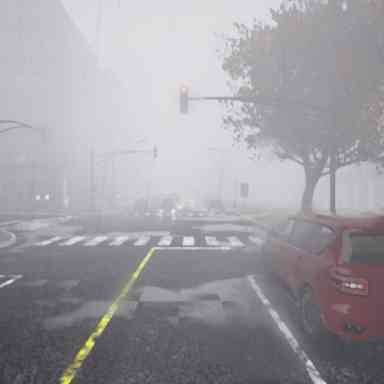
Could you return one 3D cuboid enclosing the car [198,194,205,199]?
[{"bbox_3d":[2.643,1.326,94.058,2.008,1.369,4.403,0,0,0],"label":"car"}]

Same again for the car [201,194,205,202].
[{"bbox_3d":[2.666,1.382,49.966,1.752,1.417,4.829,0,0,0],"label":"car"}]

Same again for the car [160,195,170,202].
[{"bbox_3d":[-5.726,1.394,71.923,1.802,1.307,4.206,0,0,0],"label":"car"}]

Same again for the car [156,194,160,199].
[{"bbox_3d":[-5.714,1.408,49.793,2.008,1.369,4.403,0,0,0],"label":"car"}]

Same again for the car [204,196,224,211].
[{"bbox_3d":[2.672,1.428,38.731,1.887,1.381,4.507,0,0,0],"label":"car"}]

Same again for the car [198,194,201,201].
[{"bbox_3d":[2.658,1.405,66.394,1.802,1.307,4.206,0,0,0],"label":"car"}]

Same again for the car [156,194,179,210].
[{"bbox_3d":[-3.021,1.432,41.799,1.837,1.490,4.892,0,2,0],"label":"car"}]

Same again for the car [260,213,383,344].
[{"bbox_3d":[2.690,1.294,6.342,2.192,1.841,5.009,0,0,0],"label":"car"}]

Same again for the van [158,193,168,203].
[{"bbox_3d":[-5.723,1.164,66.390,1.690,1.788,3.998,0,0,0],"label":"van"}]

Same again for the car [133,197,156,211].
[{"bbox_3d":[-5.708,1.434,38.727,2.008,1.369,4.403,0,0,0],"label":"car"}]

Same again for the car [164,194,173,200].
[{"bbox_3d":[-5.732,1.231,82.988,1.967,1.590,4.097,0,0,0],"label":"car"}]

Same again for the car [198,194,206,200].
[{"bbox_3d":[2.646,1.327,88.525,1.887,1.381,4.507,0,0,0],"label":"car"}]

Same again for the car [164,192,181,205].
[{"bbox_3d":[-3.028,1.085,55.917,2.150,2.045,5.566,0,0,0],"label":"car"}]
